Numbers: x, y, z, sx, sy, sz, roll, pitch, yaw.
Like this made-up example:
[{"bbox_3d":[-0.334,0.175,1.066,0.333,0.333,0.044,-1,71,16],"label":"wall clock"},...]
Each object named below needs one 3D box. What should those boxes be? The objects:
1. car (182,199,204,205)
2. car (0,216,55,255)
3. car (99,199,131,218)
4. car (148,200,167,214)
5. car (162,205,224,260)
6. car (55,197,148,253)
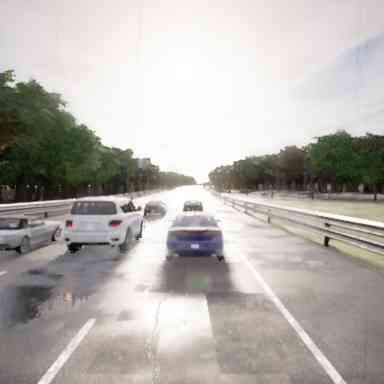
[{"bbox_3d":[0.101,1.404,31.743,1.882,1.535,5.008,0,0,0],"label":"car"},{"bbox_3d":[-6.901,1.591,13.292,1.895,1.301,4.718,0,0,0],"label":"car"},{"bbox_3d":[-6.901,1.441,30.292,1.837,1.490,4.892,0,0,0],"label":"car"},{"bbox_3d":[-3.400,1.456,31.189,1.812,1.442,4.674,0,0,0],"label":"car"},{"bbox_3d":[0.096,1.470,12.457,1.882,1.535,5.008,0,0,0],"label":"car"},{"bbox_3d":[-3.401,1.211,13.817,2.150,2.045,5.566,0,0,0],"label":"car"}]
